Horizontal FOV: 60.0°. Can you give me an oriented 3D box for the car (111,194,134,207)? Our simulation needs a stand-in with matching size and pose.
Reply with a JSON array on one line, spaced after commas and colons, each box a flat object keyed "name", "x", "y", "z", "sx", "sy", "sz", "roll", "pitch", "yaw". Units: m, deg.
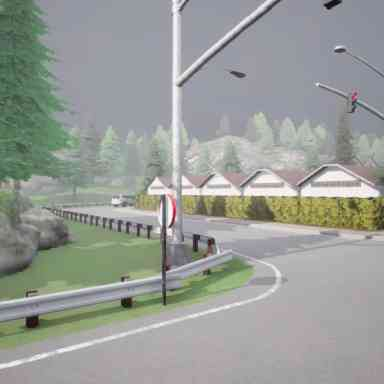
[{"name": "car", "x": -10.454, "y": 1.398, "z": 53.907, "sx": 2.150, "sy": 2.045, "sz": 5.566, "roll": 0, "pitch": 0, "yaw": 36}]
